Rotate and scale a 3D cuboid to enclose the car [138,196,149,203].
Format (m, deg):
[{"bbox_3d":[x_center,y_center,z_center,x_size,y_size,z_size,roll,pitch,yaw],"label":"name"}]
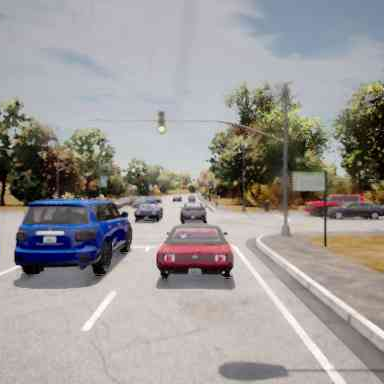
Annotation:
[{"bbox_3d":[-10.513,1.578,72.446,1.812,1.442,4.674,0,0,0],"label":"car"}]

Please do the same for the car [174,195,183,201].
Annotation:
[{"bbox_3d":[-3.515,1.606,87.132,2.033,1.411,5.357,0,0,0],"label":"car"}]

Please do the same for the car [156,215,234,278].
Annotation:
[{"bbox_3d":[0.167,1.609,10.146,1.895,1.301,4.718,0,0,2],"label":"car"}]

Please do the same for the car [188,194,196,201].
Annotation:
[{"bbox_3d":[-0.015,1.425,85.401,1.882,1.535,5.008,0,0,0],"label":"car"}]

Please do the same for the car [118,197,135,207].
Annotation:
[{"bbox_3d":[-10.555,1.566,53.694,1.812,1.442,4.674,0,0,0],"label":"car"}]

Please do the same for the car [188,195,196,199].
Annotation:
[{"bbox_3d":[-0.013,1.590,74.981,2.033,1.411,5.357,0,0,0],"label":"car"}]

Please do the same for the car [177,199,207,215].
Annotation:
[{"bbox_3d":[0.095,1.511,25.175,2.128,1.511,4.902,0,0,0],"label":"car"}]

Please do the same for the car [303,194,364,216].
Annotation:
[{"bbox_3d":[13.437,1.246,31.278,5.566,2.045,2.150,0,0,4],"label":"car"}]

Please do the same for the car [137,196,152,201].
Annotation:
[{"bbox_3d":[-7.090,1.560,46.027,1.812,1.442,4.674,0,0,0],"label":"car"}]

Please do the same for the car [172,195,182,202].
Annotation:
[{"bbox_3d":[-3.513,1.584,77.363,2.128,1.511,4.902,0,0,0],"label":"car"}]

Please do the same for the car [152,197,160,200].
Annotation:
[{"bbox_3d":[-7.042,1.519,55.356,1.882,1.535,5.008,0,0,1],"label":"car"}]

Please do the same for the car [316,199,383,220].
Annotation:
[{"bbox_3d":[13.391,1.526,27.761,4.892,1.490,1.837,0,0,3],"label":"car"}]

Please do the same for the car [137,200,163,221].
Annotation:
[{"bbox_3d":[-3.406,1.621,27.110,1.895,1.301,4.718,0,0,0],"label":"car"}]

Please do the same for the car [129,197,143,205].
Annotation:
[{"bbox_3d":[-10.511,1.611,62.418,1.994,1.385,4.181,0,0,0],"label":"car"}]

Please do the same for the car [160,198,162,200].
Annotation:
[{"bbox_3d":[-7.011,1.650,65.662,1.895,1.301,4.718,0,0,0],"label":"car"}]

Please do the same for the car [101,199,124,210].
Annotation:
[{"bbox_3d":[-10.595,1.634,44.660,1.895,1.301,4.718,0,0,0],"label":"car"}]

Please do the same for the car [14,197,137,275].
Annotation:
[{"bbox_3d":[-3.397,1.229,10.595,2.150,2.045,5.566,0,0,0],"label":"car"}]
